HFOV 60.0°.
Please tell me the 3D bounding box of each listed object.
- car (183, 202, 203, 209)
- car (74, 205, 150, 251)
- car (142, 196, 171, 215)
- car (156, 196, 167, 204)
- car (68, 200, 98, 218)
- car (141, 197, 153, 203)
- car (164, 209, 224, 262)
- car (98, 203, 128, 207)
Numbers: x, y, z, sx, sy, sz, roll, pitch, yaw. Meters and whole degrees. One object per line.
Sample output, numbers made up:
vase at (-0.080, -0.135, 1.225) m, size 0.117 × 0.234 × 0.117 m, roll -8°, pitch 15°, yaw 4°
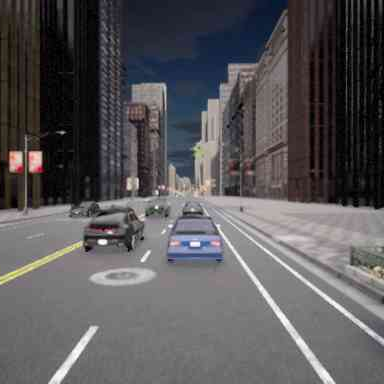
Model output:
car at (0.095, 1.627, 32.647) m, size 1.994 × 1.385 × 4.181 m, roll 0°, pitch 0°, yaw 0°
car at (-3.156, 1.531, 14.198) m, size 1.837 × 1.490 × 4.892 m, roll 0°, pitch 0°, yaw 0°
car at (-3.156, 1.413, 31.809) m, size 2.097 × 1.767 × 4.553 m, roll 0°, pitch 0°, yaw 0°
car at (-6.506, 1.635, 70.932) m, size 1.882 × 1.535 × 5.008 m, roll 0°, pitch 0°, yaw 0°
car at (-9.849, 1.564, 30.764) m, size 1.837 × 1.490 × 4.892 m, roll 0°, pitch 0°, yaw 0°
car at (-9.756, 1.729, 72.290) m, size 1.895 × 1.301 × 4.718 m, roll 0°, pitch 0°, yaw 0°
car at (0.095, 1.570, 12.185) m, size 2.033 × 1.411 × 5.357 m, roll 0°, pitch 0°, yaw 0°
car at (-6.601, 1.657, 29.676) m, size 1.895 × 1.301 × 4.718 m, roll 0°, pitch 0°, yaw 0°
